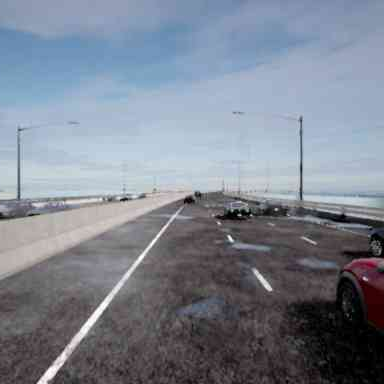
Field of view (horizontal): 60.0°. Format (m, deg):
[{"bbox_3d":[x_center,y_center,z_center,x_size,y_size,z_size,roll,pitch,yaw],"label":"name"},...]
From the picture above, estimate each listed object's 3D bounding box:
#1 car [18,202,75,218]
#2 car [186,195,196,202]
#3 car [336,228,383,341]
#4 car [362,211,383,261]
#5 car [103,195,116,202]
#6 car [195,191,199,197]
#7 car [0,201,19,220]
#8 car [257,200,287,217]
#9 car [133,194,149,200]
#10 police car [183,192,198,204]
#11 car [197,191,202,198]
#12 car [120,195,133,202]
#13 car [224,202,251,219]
[{"bbox_3d":[-10.464,1.464,25.026,2.033,1.411,5.357,0,0,1],"label":"car"},{"bbox_3d":[-0.199,1.277,66.366,1.812,1.442,4.674,0,0,1],"label":"car"},{"bbox_3d":[3.613,1.340,4.075,2.097,1.767,4.553,0,0,0],"label":"car"},{"bbox_3d":[7.130,1.449,9.600,1.882,1.535,5.008,0,0,0],"label":"car"},{"bbox_3d":[-16.632,1.272,67.268,2.128,1.511,4.902,0,0,1],"label":"car"},{"bbox_3d":[-0.045,1.201,72.355,1.882,1.535,5.008,0,0,2],"label":"car"},{"bbox_3d":[-13.949,1.459,26.263,2.033,1.411,5.357,0,0,1],"label":"car"},{"bbox_3d":[7.301,1.461,30.625,1.994,1.385,4.181,0,0,1],"label":"car"},{"bbox_3d":[-9.679,1.246,65.453,1.837,1.490,4.892,0,1,2],"label":"car"},{"bbox_3d":[-0.427,1.219,56.493,1.930,1.638,5.238,0,0,1],"label":"police car"},{"bbox_3d":[1.562,0.716,91.061,2.150,2.045,5.566,0,0,2],"label":"car"},{"bbox_3d":[-13.134,1.346,67.156,1.895,1.301,4.718,0,0,1],"label":"car"},{"bbox_3d":[3.774,1.506,28.414,1.895,1.301,4.718,0,0,1],"label":"car"}]
